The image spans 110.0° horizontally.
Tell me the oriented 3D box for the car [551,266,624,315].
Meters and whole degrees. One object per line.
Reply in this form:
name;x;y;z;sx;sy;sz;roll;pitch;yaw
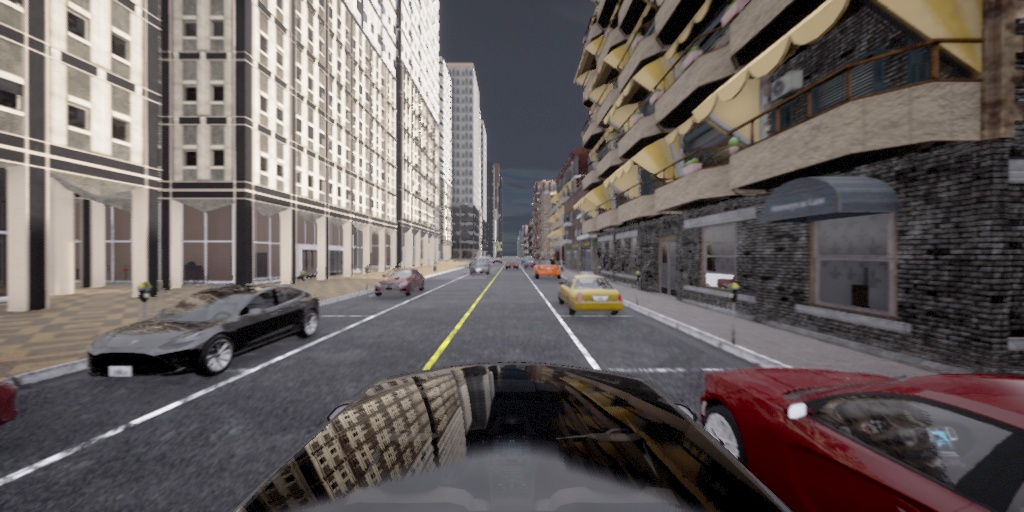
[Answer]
car;2.687;1.241;13.211;1.751;1.417;4.829;0;0;0

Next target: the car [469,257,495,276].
car;-3.103;1.148;35.690;2.128;1.511;4.902;0;0;0

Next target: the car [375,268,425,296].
car;-5.695;1.282;18.688;1.802;1.307;4.207;0;0;0

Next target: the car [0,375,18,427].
car;-5.690;1.332;1.742;1.802;1.307;4.207;0;0;0

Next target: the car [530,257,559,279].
car;2.991;1.017;31.519;2.097;1.767;4.553;0;0;0

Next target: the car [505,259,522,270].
car;0.021;1.223;49.801;1.895;1.301;4.718;0;0;0

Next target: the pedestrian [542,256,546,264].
pedestrian;2.991;0.953;34.325;0.375;1.860;0.375;0;0;-2

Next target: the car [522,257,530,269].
car;2.676;1.198;52.581;1.802;1.307;4.207;0;0;0

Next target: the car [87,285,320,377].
car;-5.693;1.298;7.391;1.948;1.339;4.313;0;0;0

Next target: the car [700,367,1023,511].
car;2.689;1.295;1.744;1.888;1.381;4.507;0;0;0
